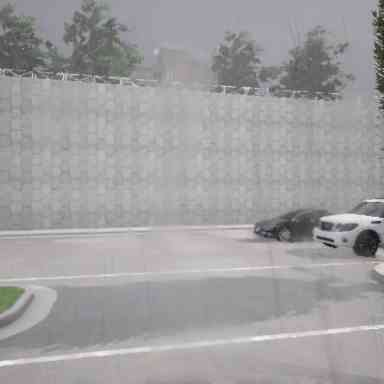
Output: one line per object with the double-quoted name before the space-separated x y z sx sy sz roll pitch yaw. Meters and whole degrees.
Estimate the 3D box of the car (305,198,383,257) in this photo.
"car" 7.639 1.257 12.966 5.566 2.045 2.150 0 0 -11

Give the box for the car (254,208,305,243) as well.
"car" 5.420 1.552 16.083 4.892 1.490 1.837 0 0 -11
